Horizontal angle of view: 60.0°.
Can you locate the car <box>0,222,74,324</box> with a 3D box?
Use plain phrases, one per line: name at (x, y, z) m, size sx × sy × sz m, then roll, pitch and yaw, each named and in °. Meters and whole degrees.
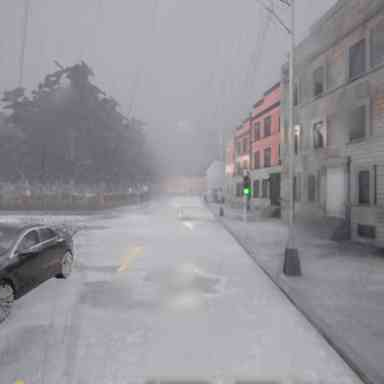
car at (-4.086, 1.462, 7.089) m, size 2.128 × 1.511 × 4.902 m, roll 0°, pitch 0°, yaw 0°
